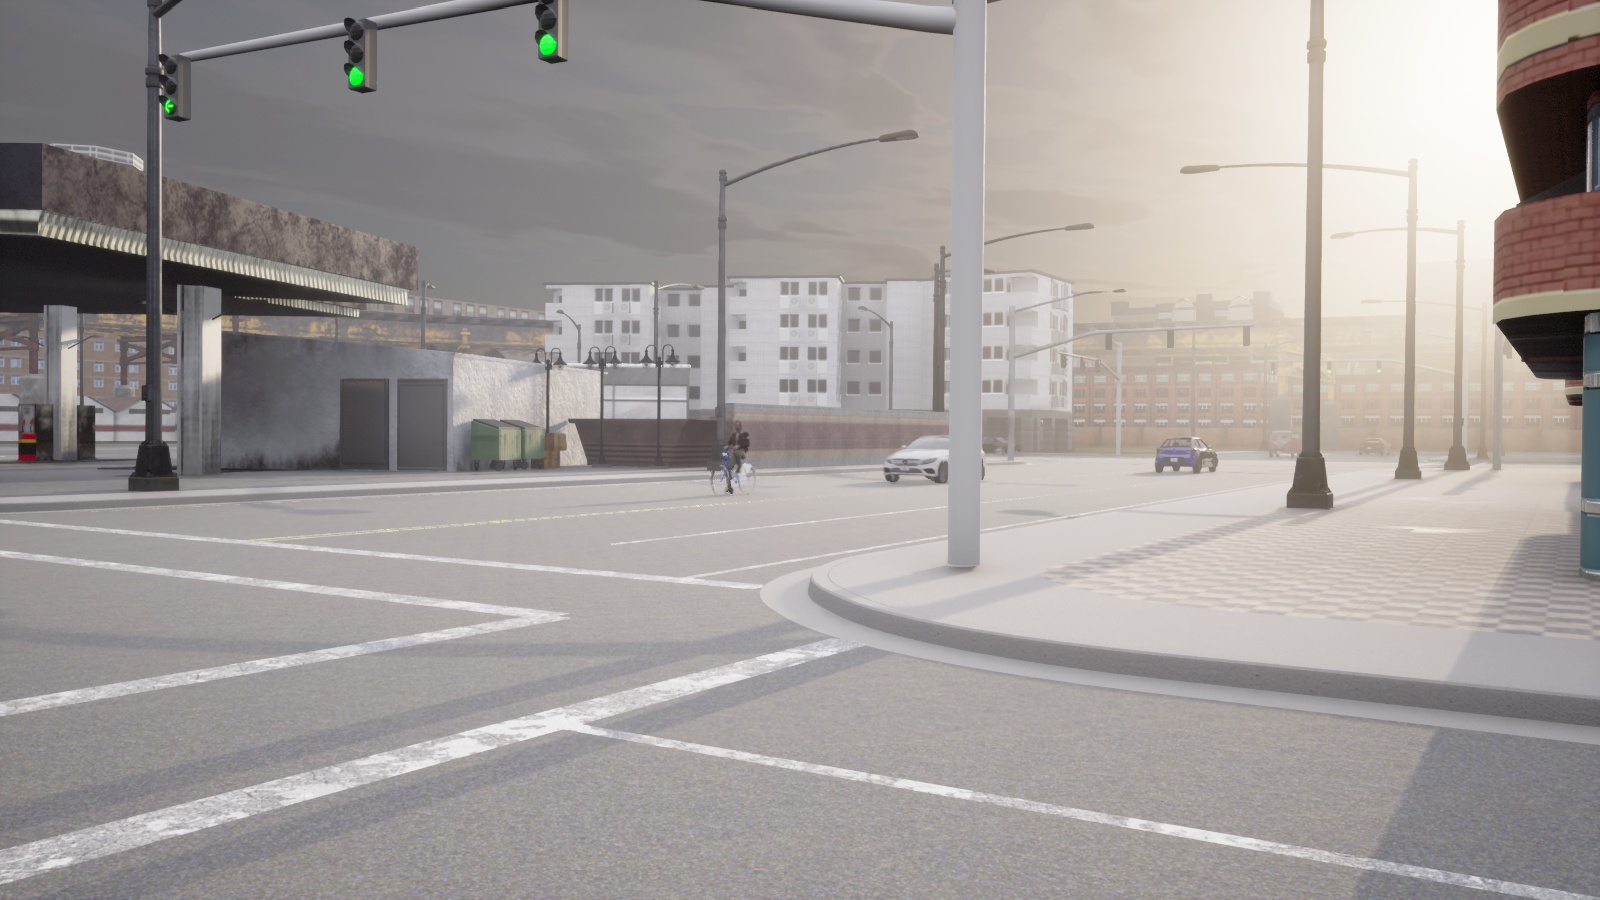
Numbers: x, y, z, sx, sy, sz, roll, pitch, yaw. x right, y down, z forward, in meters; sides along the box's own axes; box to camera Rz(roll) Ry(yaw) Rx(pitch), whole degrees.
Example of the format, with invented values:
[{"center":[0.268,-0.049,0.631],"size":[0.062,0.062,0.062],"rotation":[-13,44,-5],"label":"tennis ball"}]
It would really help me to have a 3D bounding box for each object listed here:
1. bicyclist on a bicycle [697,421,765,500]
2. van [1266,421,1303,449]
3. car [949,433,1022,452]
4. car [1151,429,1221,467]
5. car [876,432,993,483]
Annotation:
[{"center":[-1.575,0.220,29.018],"size":[0.659,1.776,1.843],"rotation":[0,1,31],"label":"bicyclist on a bicycle"},{"center":[35.158,-1.080,91.062],"size":[1.775,1.987,4.442],"rotation":[0,1,31],"label":"van"},{"center":[13.075,-0.494,88.419],"size":[4.718,1.301,1.895],"rotation":[0,1,32],"label":"car"},{"center":[15.961,-0.106,51.766],"size":[1.816,1.474,4.193],"rotation":[0,1,31],"label":"car"},{"center":[4.225,0.189,38.814],"size":[1.812,1.442,4.674],"rotation":[0,1,31],"label":"car"}]
